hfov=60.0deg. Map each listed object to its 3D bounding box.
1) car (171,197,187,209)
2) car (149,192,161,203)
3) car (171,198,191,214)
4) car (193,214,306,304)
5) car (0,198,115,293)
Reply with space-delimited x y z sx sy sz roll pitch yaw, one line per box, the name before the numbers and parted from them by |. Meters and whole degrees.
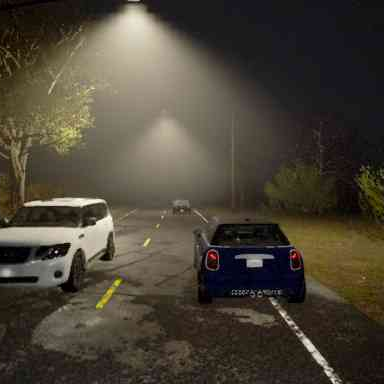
car | -1.843 1.484 45.335 1.994 1.385 4.181 0 0 -5
car | -7.574 1.063 67.882 2.150 2.045 5.566 0 0 -6
car | -1.109 1.547 35.070 1.895 1.301 4.718 0 0 -3
car | 1.129 1.346 8.337 2.097 1.767 4.553 0 0 -1
car | -3.649 1.216 9.206 2.150 2.045 5.566 0 0 -1
